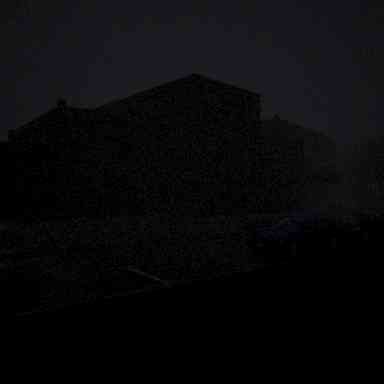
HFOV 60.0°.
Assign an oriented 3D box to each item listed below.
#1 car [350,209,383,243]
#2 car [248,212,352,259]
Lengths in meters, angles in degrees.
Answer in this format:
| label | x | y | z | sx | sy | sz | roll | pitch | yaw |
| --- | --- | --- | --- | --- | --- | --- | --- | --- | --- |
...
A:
| label | x | y | z | sx | sy | sz | roll | pitch | yaw |
| --- | --- | --- | --- | --- | --- | --- | --- | --- | --- |
| car | 9.287 | 1.803 | 18.357 | 4.892 | 1.521 | 2.231 | 1 | -1 | -41 |
| car | 4.505 | 1.764 | 14.213 | 5.008 | 1.535 | 2.097 | 1 | -1 | -40 |
